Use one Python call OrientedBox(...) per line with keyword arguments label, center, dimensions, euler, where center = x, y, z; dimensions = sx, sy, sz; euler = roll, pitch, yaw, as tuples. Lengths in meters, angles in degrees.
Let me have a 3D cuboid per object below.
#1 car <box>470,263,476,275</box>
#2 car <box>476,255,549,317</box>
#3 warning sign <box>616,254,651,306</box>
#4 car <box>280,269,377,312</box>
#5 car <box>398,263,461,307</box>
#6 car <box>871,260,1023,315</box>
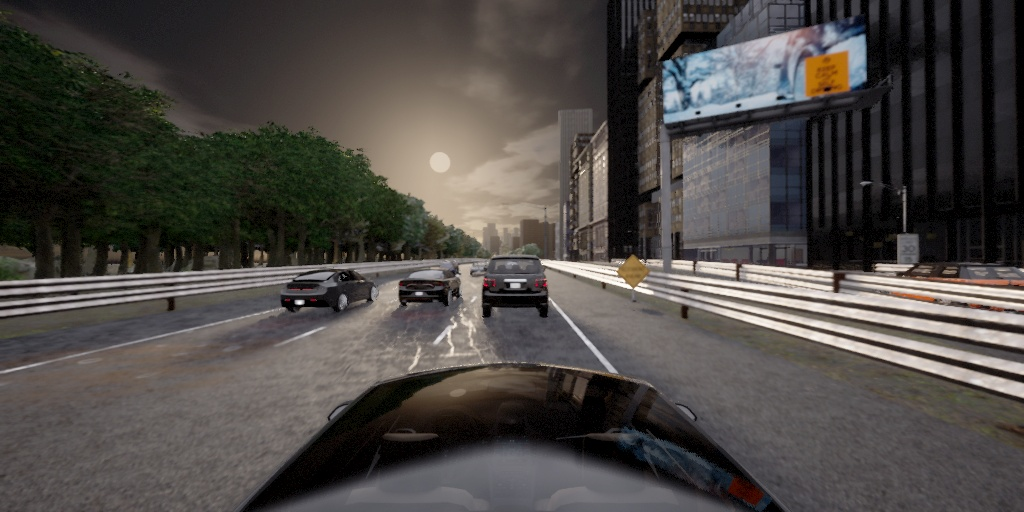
OrientedBox(label="car", center=(-3.468, 1.337, 39.684), dimensions=(1.895, 1.301, 4.718), euler=(0, 0, 1))
OrientedBox(label="car", center=(0.101, 0.969, 13.326), dimensions=(2.150, 2.045, 5.566), euler=(0, 0, 0))
OrientedBox(label="warning sign", center=(4.551, 0.864, 13.439), dimensions=(1.300, 1.860, 1.060), euler=(0, 0, 0))
OrientedBox(label="car", center=(-6.897, 1.252, 14.066), dimensions=(1.837, 1.490, 4.892), euler=(0, 0, 0))
OrientedBox(label="car", center=(-3.399, 1.224, 15.605), dimensions=(1.882, 1.535, 5.008), euler=(0, 0, 0))
OrientedBox(label="car", center=(15.041, 0.990, 12.469), dimensions=(2.097, 1.767, 4.553), euler=(0, 0, 16))
